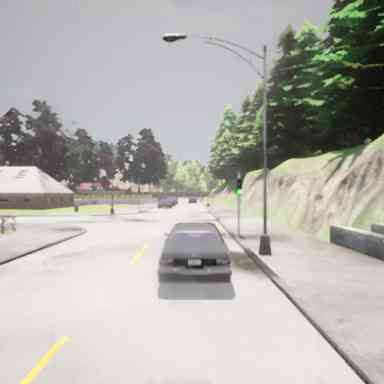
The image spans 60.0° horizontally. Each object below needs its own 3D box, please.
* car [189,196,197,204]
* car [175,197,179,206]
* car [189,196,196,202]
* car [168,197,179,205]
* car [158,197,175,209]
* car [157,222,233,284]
[{"bbox_3d":[0.173,1.879,74.492,2.128,1.511,4.902,0,0,0],"label":"car"},{"bbox_3d":[-3.927,1.770,59.868,1.882,1.535,5.008,0,0,1],"label":"car"},{"bbox_3d":[0.197,1.821,84.852,1.812,1.442,4.674,0,0,0],"label":"car"},{"bbox_3d":[-3.838,1.866,69.959,2.128,1.511,4.902,0,0,0],"label":"car"},{"bbox_3d":[-3.980,1.807,49.864,1.994,1.385,4.181,0,0,0],"label":"car"},{"bbox_3d":[0.090,1.596,9.782,2.033,1.411,5.357,0,0,1],"label":"car"}]
